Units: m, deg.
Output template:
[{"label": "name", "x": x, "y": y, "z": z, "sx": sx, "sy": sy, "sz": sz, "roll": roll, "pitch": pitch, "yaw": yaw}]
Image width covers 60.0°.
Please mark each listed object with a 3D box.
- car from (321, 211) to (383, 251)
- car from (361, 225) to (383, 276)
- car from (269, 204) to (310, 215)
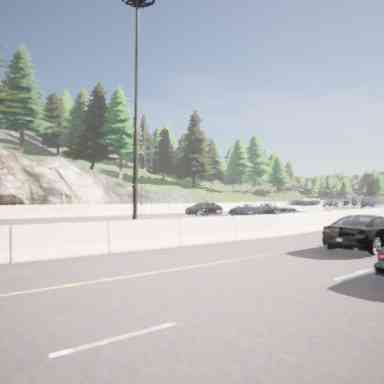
[{"label": "car", "x": 7.503, "y": 1.682, "z": 14.179, "sx": 5.008, "sy": 1.535, "sz": 1.882, "roll": 0, "pitch": 0, "yaw": -39}, {"label": "car", "x": 7.059, "y": 1.701, "z": 9.300, "sx": 5.357, "sy": 1.411, "sz": 2.033, "roll": 1, "pitch": -1, "yaw": -39}, {"label": "car", "x": 9.872, "y": 1.603, "z": 30.392, "sx": 5.566, "sy": 2.045, "sz": 2.150, "roll": 1, "pitch": -1, "yaw": -41}]
